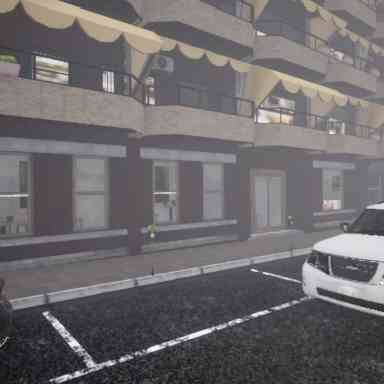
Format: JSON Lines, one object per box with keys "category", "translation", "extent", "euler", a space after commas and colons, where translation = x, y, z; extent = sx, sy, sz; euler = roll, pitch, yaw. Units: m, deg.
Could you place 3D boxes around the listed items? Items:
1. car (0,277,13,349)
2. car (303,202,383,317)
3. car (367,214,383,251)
{"category": "car", "translation": [-4.339, 1.551, 3.402], "extent": [4.403, 1.369, 2.008], "euler": [0, -1, -37]}
{"category": "car", "translation": [4.691, 1.219, 6.980], "extent": [5.566, 2.045, 2.150], "euler": [0, 0, -37]}
{"category": "car", "translation": [9.055, 1.578, 13.553], "extent": [4.206, 1.307, 1.802], "euler": [0, -1, -37]}
